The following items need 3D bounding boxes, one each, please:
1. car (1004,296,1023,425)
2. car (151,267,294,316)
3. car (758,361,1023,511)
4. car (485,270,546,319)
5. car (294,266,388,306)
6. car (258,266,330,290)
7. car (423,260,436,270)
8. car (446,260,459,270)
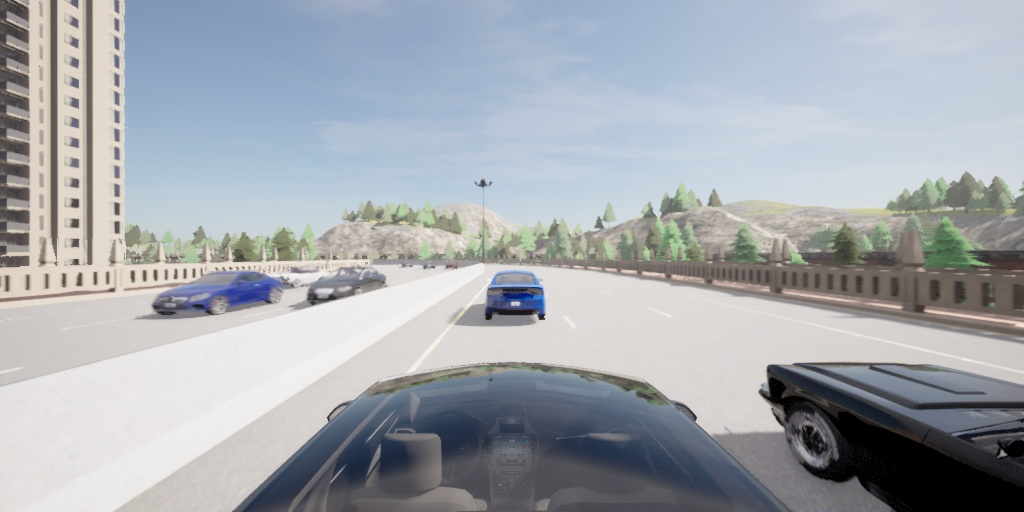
[{"bbox_3d":[7.100,1.241,1.951,2.128,1.511,4.902,0,0,0],"label":"car"},{"bbox_3d":[-10.598,1.278,13.434,1.812,1.442,4.674,0,0,0],"label":"car"},{"bbox_3d":[3.600,1.351,1.730,1.895,1.301,4.718,0,0,0],"label":"car"},{"bbox_3d":[0.102,1.229,12.804,1.882,1.535,5.008,0,0,0],"label":"car"},{"bbox_3d":[-7.097,1.246,15.925,2.128,1.511,4.902,0,0,0],"label":"car"},{"bbox_3d":[-14.096,1.363,23.551,1.895,1.301,4.718,0,0,0],"label":"car"},{"bbox_3d":[-12.669,1.346,55.253,2.128,1.511,4.902,0,0,-12],"label":"car"},{"bbox_3d":[-9.521,1.336,57.242,1.882,1.535,5.008,0,0,-12],"label":"car"}]
